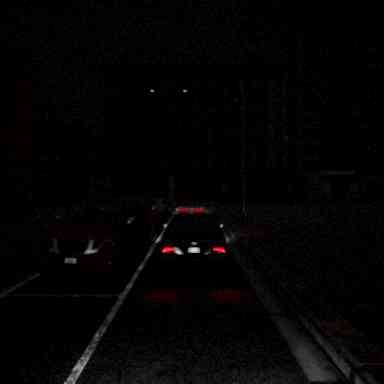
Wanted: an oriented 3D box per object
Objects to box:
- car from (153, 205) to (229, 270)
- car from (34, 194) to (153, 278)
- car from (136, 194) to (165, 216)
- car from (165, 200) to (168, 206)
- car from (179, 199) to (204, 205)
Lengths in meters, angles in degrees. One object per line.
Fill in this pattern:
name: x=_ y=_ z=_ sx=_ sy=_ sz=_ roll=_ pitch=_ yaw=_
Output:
car: x=0.044 y=1.372 z=10.294 sx=2.033 sy=1.411 sz=5.357 roll=0 pitch=1 yaw=0
car: x=-2.657 y=1.145 z=9.788 sx=2.192 sy=1.841 sz=5.009 roll=1 pitch=1 yaw=0
car: x=-2.678 y=1.053 z=15.319 sx=2.192 sy=1.841 sz=5.009 roll=1 pitch=1 yaw=0
car: x=-2.722 y=1.084 z=26.216 sx=1.752 sy=1.417 sz=4.829 roll=1 pitch=1 yaw=0
car: x=-0.014 y=1.182 z=25.018 sx=1.895 sy=1.301 sz=4.718 roll=0 pitch=1 yaw=0
